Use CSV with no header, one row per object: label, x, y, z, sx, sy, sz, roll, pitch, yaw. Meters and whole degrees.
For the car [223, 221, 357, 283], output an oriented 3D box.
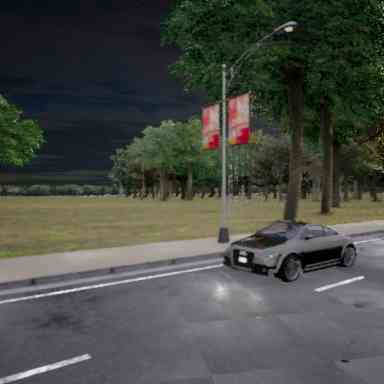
car,2.941,1.566,9.742,4.181,1.385,1.994,0,0,-35
